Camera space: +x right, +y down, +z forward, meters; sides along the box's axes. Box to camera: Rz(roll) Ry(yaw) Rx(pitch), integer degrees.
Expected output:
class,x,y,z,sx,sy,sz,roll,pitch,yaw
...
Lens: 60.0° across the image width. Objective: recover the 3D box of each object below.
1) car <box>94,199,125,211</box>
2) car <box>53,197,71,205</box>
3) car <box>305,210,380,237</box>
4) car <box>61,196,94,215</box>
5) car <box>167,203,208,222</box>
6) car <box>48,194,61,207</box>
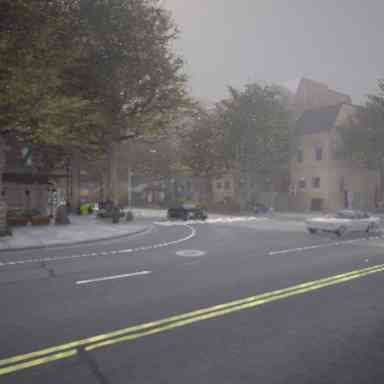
class,x,y,z,sx,sy,sz,roll,pitch,yaw
car,-10.015,1.554,41.275,1.882,1.535,5.008,0,0,-35
car,-23.899,1.643,61.045,1.994,1.385,4.181,0,0,-35
car,8.443,1.685,18.613,4.718,1.301,1.895,0,0,-35
car,-13.915,1.541,40.665,2.231,1.521,4.892,0,0,-35
car,-0.433,1.637,27.253,1.994,1.385,4.181,0,0,-30
car,-21.734,1.292,52.731,2.435,2.045,5.566,0,0,-35
